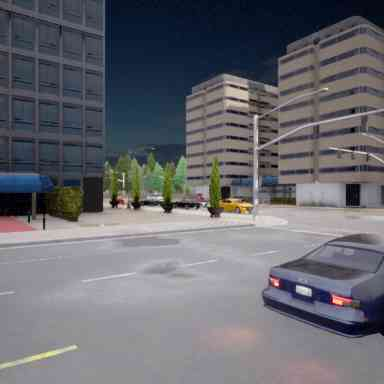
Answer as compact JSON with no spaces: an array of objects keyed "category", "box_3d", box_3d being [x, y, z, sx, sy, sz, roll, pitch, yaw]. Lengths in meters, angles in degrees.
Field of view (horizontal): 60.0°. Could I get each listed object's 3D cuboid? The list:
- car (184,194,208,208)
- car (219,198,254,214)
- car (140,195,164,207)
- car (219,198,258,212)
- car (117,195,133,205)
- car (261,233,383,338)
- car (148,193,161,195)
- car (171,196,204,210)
[{"category":"car","box_3d":[0.282,1.491,48.105,2.128,1.511,4.902,0,0,-35]},{"category":"car","box_3d":[4.495,1.478,35.987,1.882,1.535,5.008,0,0,-35]},{"category":"car","box_3d":[-6.138,1.601,51.174,1.895,1.301,4.718,0,0,-35]},{"category":"car","box_3d":[5.594,1.505,40.521,1.837,1.490,4.892,0,0,-35]},{"category":"car","box_3d":[-11.976,1.352,59.577,2.097,1.767,4.553,0,0,-35]},{"category":"car","box_3d":[3.750,1.547,6.496,5.357,1.411,2.033,0,0,-35]},{"category":"car","box_3d":[-5.783,1.221,56.788,2.150,2.045,5.566,0,0,-34]},{"category":"car","box_3d":[-0.865,1.601,43.641,1.895,1.301,4.718,0,0,-35]}]
